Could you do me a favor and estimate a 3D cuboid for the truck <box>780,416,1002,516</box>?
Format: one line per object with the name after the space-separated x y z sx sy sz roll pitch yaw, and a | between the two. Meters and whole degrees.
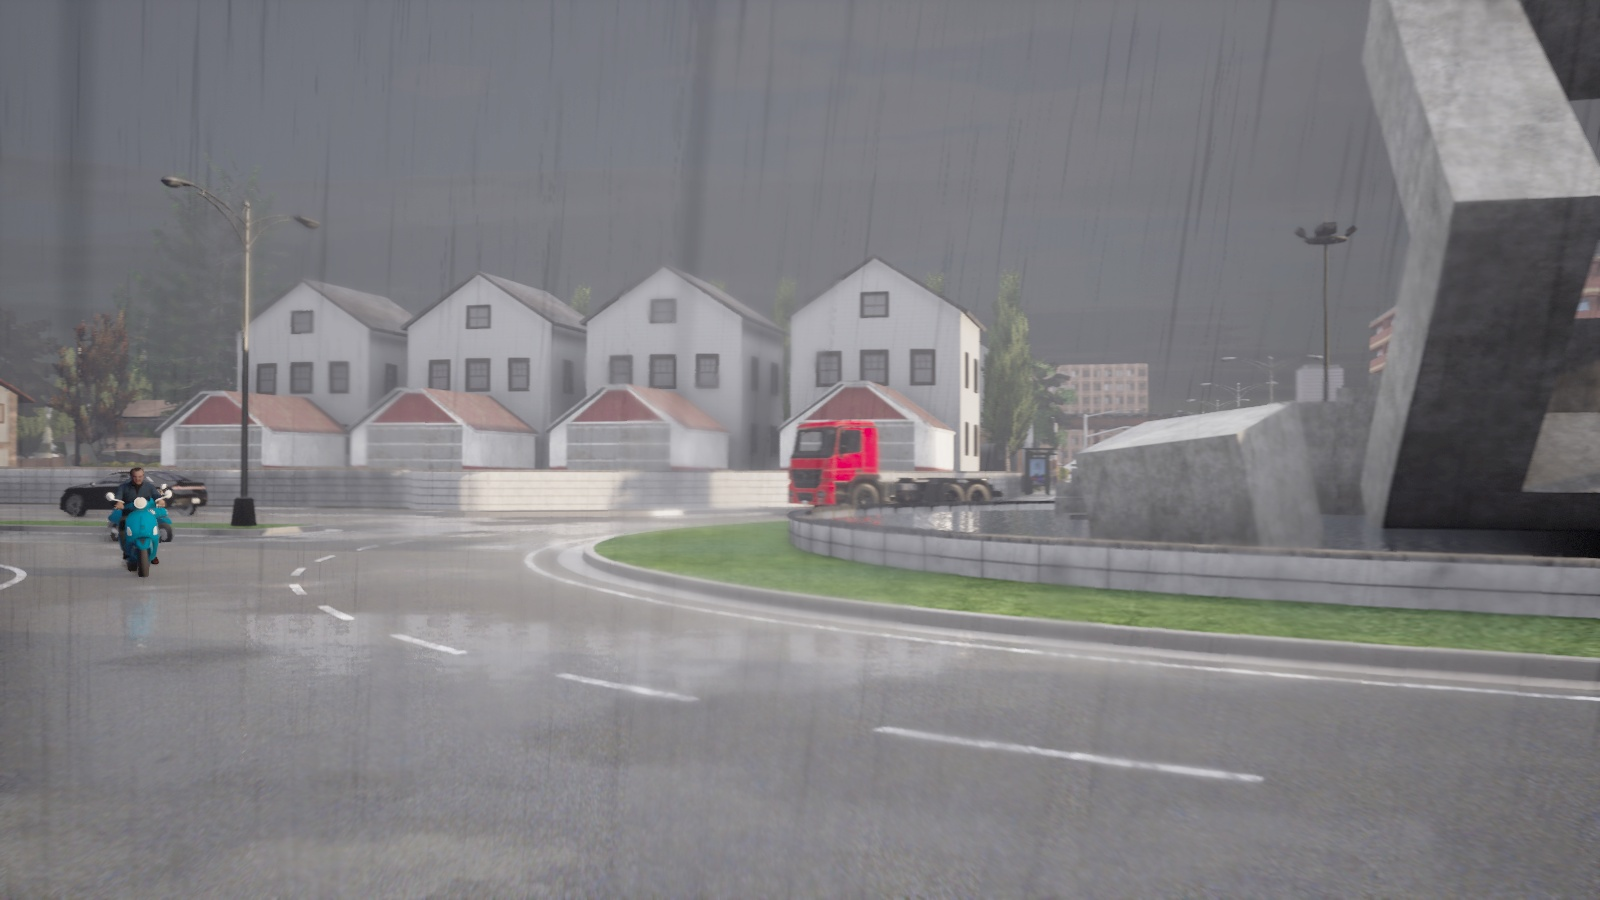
3.428 0.593 46.390 7.936 3.462 2.891 0 -1 -31 | truck

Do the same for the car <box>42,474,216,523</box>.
-21.987 1.570 41.213 4.902 1.511 2.128 -1 -1 15 | car

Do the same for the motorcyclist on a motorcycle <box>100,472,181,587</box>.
-9.776 1.128 18.582 0.866 1.590 1.817 -1 -1 -34 | motorcyclist on a motorcycle

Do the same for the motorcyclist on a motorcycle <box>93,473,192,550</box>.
-13.994 1.285 26.732 1.817 1.590 0.866 -1 0 21 | motorcyclist on a motorcycle
